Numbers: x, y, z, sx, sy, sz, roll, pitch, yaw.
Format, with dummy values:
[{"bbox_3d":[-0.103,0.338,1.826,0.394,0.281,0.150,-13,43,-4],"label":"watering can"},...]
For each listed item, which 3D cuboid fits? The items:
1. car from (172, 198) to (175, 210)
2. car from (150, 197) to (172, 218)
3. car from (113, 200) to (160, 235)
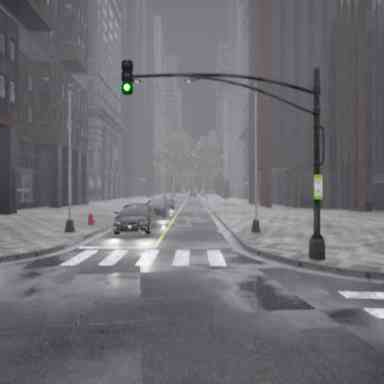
[{"bbox_3d":[-2.976,1.343,39.932,2.033,1.411,5.357,0,0,0],"label":"car"},{"bbox_3d":[-3.018,1.336,28.507,1.882,1.535,5.008,0,0,0],"label":"car"},{"bbox_3d":[-3.057,1.416,18.420,1.837,1.490,4.892,0,0,-1],"label":"car"}]
